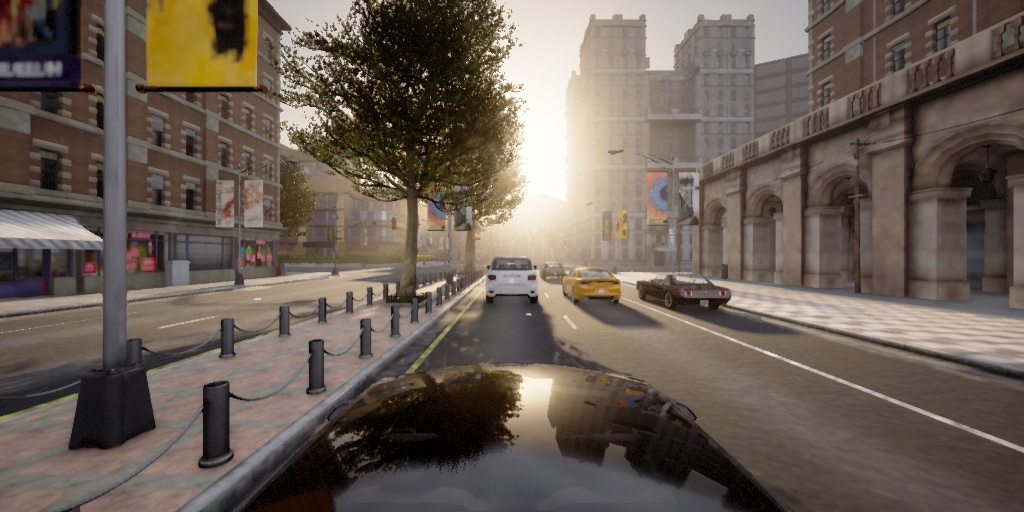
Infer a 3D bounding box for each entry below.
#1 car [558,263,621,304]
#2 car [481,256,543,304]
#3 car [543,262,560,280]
[{"bbox_3d":[3.500,1.233,16.500,1.882,1.535,5.008,0,0,0],"label":"car"},{"bbox_3d":[0.000,1.006,16.530,2.150,2.045,5.566,0,0,0],"label":"car"},{"bbox_3d":[3.500,1.243,31.500,2.128,1.511,4.902,0,0,0],"label":"car"}]
